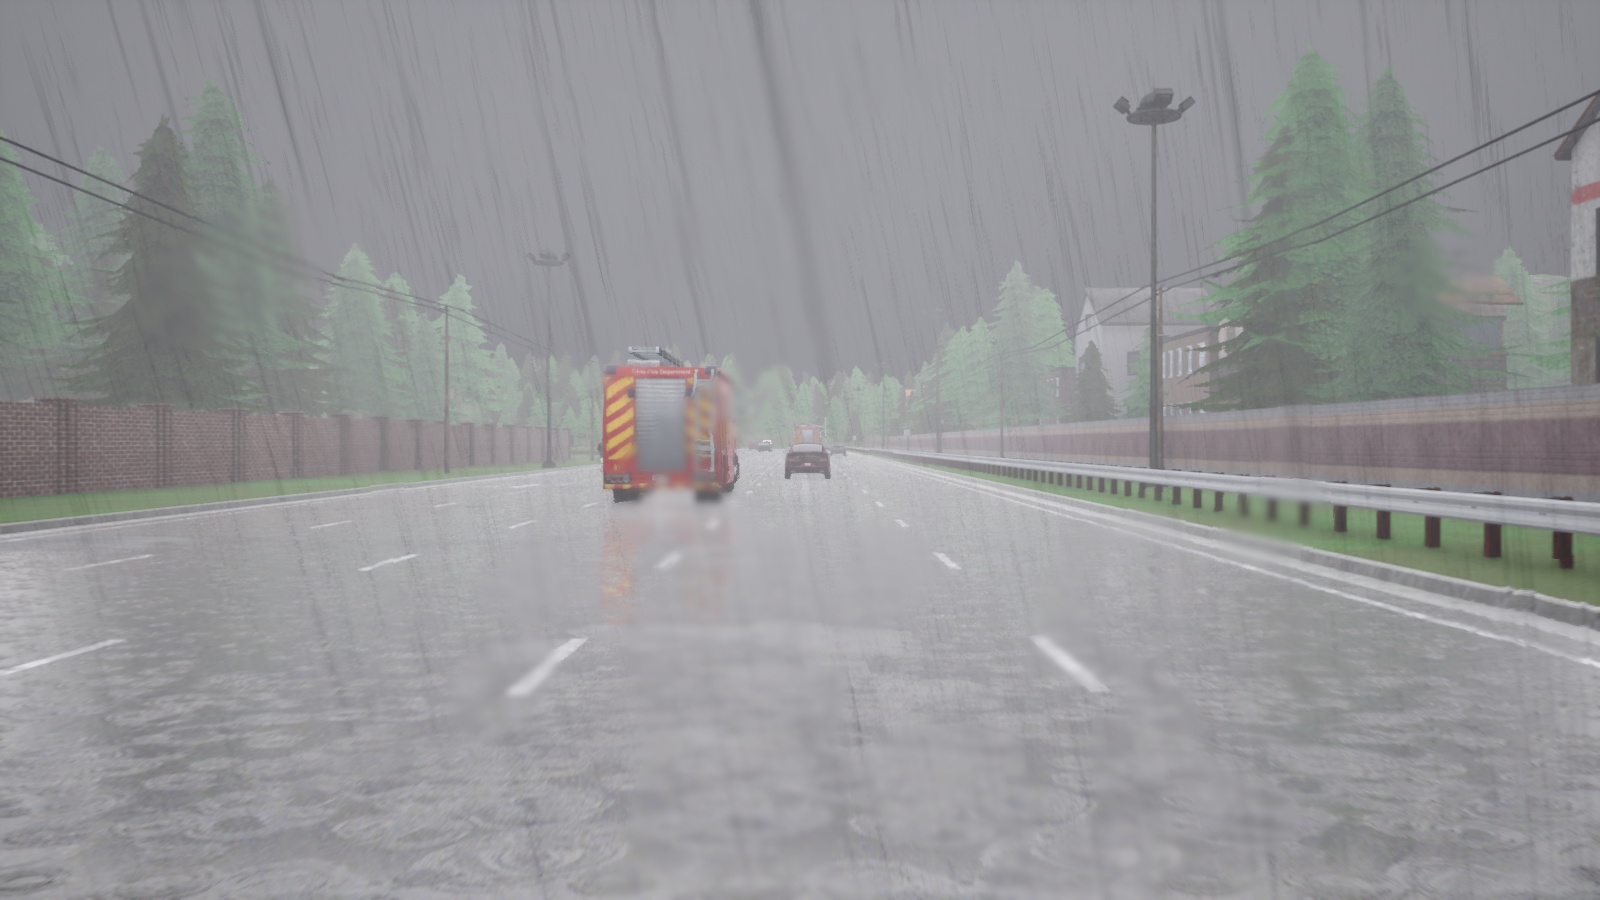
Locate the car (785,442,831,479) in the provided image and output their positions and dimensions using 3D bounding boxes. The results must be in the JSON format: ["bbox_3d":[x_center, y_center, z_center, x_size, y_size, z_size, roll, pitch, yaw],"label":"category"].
[{"bbox_3d":[0.323,0.421,53.836,1.882,1.535,5.008,0,0,0],"label":"car"}]

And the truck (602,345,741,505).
[{"bbox_3d":[-3.288,-0.614,34.340,2.891,3.827,8.468,0,0,0],"label":"truck"}]
